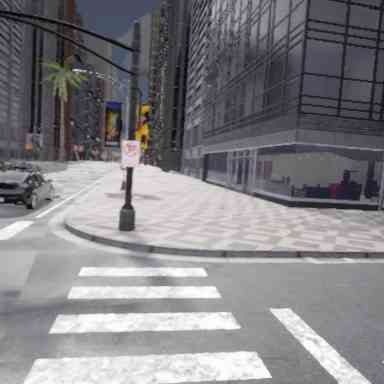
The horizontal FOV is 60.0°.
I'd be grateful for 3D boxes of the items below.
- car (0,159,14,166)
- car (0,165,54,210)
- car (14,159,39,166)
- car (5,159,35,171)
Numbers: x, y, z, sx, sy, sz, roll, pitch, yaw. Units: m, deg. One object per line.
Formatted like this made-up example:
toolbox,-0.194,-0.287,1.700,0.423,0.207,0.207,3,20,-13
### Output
car,-16.194,-1.920,26.210,2.097,1.767,4.553,3,5,-10
car,-7.430,-0.204,14.541,1.837,1.490,4.892,3,5,-10
car,-17.836,-2.600,36.056,1.895,1.301,4.718,3,5,-10
car,-22.428,-3.582,43.602,2.033,1.411,5.357,3,5,-10
